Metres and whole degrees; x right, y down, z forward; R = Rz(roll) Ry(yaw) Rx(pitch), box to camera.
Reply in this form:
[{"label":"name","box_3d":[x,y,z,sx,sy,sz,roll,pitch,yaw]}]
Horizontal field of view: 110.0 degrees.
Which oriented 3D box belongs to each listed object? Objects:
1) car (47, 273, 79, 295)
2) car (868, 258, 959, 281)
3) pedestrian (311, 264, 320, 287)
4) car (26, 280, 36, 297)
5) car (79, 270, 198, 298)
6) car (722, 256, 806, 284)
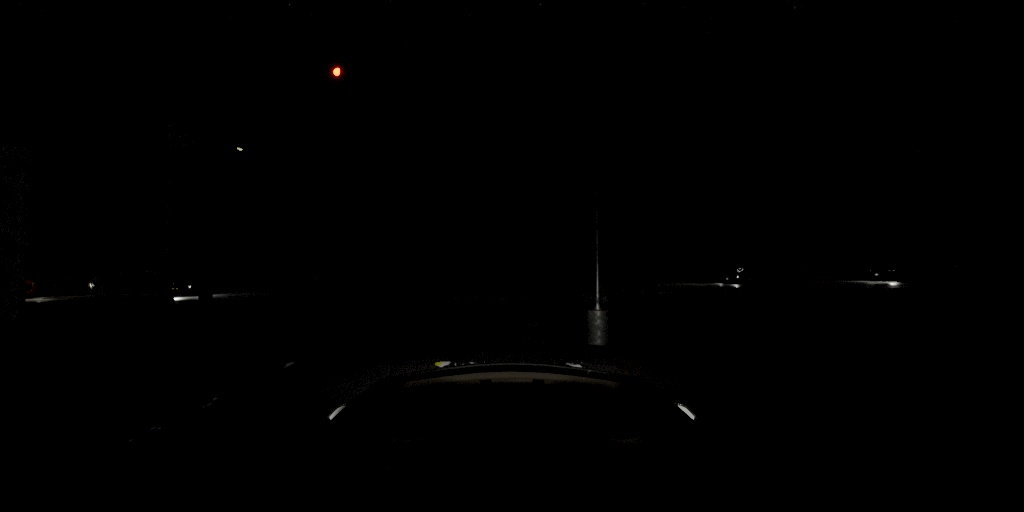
[{"label":"car","box_3d":[-27.249,1.689,23.524,5.008,1.535,1.882,0,-2,0]},{"label":"car","box_3d":[26.132,0.890,23.393,4.674,1.442,1.812,-1,-2,1]},{"label":"pedestrian","box_3d":[-15.057,1.464,27.397,0.375,1.860,0.375,0,-1,0]},{"label":"car","box_3d":[-29.647,1.580,19.834,5.008,1.535,1.882,-1,-2,0]},{"label":"car","box_3d":[-20.222,1.493,19.806,4.892,1.490,1.837,-1,-2,0]},{"label":"car","box_3d":[16.284,0.874,23.421,4.553,1.767,2.097,-1,-2,0]}]
